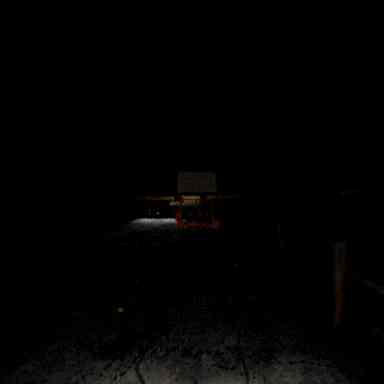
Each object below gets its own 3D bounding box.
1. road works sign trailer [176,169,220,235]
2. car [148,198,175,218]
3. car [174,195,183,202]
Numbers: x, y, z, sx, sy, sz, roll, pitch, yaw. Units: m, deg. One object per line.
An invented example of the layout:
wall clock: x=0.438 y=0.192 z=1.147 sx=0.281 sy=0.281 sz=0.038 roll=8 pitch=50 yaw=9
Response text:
road works sign trailer: x=0.258 y=0.504 z=19.061 sx=2.380 sy=3.560 sz=2.880 roll=0 pitch=0 yaw=-6
car: x=-2.873 y=1.561 z=30.607 sx=1.837 sy=1.490 sz=4.892 roll=0 pitch=0 yaw=0
car: x=-2.808 y=1.423 z=70.928 sx=1.812 sy=1.442 sz=4.674 roll=0 pitch=1 yaw=0
